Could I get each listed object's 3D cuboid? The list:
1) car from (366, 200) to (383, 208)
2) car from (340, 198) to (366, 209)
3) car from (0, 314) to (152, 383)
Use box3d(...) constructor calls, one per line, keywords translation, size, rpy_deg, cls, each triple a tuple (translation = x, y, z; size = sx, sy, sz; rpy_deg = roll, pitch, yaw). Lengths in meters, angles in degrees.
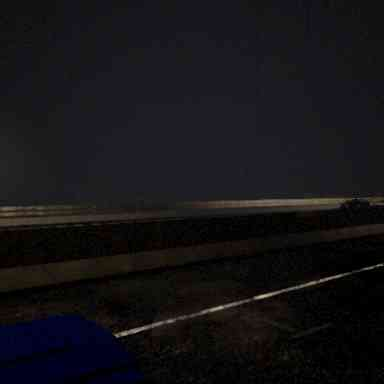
box3d(translation=(21.148, 1.479, 35.720), size=(4.718, 1.301, 1.895), rpy_deg=(0, 0, -34), cls="car")
box3d(translation=(19.061, 1.441, 38.525), size=(4.181, 1.385, 1.994), rpy_deg=(0, 0, -34), cls="car")
box3d(translation=(-2.544, 1.605, 1.926), size=(4.718, 1.301, 1.895), rpy_deg=(0, 0, -36), cls="car")
